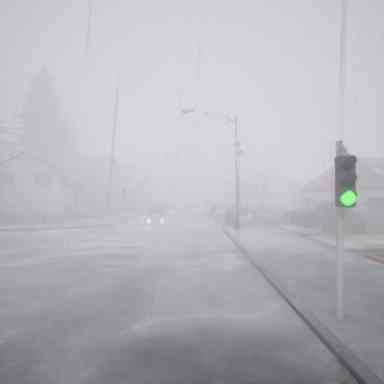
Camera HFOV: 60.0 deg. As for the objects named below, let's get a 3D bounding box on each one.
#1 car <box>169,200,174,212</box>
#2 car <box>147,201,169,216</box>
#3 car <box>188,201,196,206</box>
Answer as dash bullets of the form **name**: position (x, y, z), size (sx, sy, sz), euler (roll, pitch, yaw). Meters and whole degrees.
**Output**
- **car**: position (-4.079, 2.154, 48.523), size (1.812, 1.442, 4.674), euler (0, -1, 0)
- **car**: position (-4.087, 2.014, 39.313), size (1.837, 1.490, 4.892), euler (0, -1, 0)
- **car**: position (0.026, 2.786, 75.118), size (1.895, 1.301, 4.718), euler (0, -1, 0)
